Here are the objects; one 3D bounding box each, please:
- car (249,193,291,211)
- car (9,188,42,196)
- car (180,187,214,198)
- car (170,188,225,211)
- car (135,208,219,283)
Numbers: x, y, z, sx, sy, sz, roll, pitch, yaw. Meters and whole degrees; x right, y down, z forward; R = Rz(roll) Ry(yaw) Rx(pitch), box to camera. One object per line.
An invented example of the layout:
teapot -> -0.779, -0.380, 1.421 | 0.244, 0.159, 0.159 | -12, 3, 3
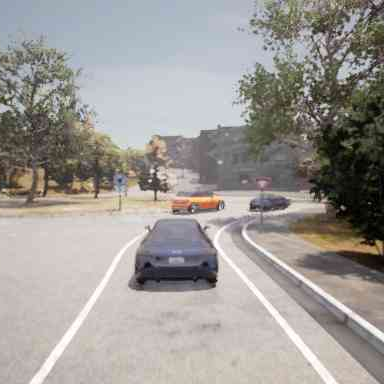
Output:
car -> 6.555, 0.794, 27.790 | 1.994, 1.385, 4.181 | 2, 2, 43
car -> -26.882, 0.011, 53.656 | 4.718, 1.301, 1.895 | -1, 2, -41
car -> 0.661, 0.059, 50.070 | 2.033, 1.411, 5.357 | -2, 2, -43
car -> 0.536, 0.656, 25.743 | 2.097, 1.767, 4.553 | 2, 3, 44
car -> -0.406, 1.405, 9.283 | 1.994, 1.385, 4.181 | 0, 2, -2
